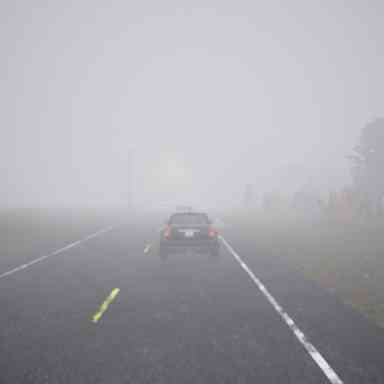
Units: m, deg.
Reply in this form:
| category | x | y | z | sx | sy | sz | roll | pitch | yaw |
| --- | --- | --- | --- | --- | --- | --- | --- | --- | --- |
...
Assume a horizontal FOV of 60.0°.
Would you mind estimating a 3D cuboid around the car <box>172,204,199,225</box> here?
| category | x | y | z | sx | sy | sz | roll | pitch | yaw |
| --- | --- | --- | --- | --- | --- | --- | --- | --- | --- |
| car | -0.553 | 1.820 | 27.598 | 2.033 | 1.411 | 5.357 | 0 | -1 | -2 |

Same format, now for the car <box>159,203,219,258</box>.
| category | x | y | z | sx | sy | sz | roll | pitch | yaw |
| --- | --- | --- | --- | --- | --- | --- | --- | --- | --- |
| car | -0.125 | 1.489 | 13.477 | 2.097 | 1.767 | 4.553 | 0 | -1 | -1 |

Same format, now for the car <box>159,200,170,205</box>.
| category | x | y | z | sx | sy | sz | roll | pitch | yaw |
| --- | --- | --- | --- | --- | --- | --- | --- | --- | --- |
| car | -5.326 | 2.206 | 64.499 | 1.895 | 1.301 | 4.718 | 0 | 0 | -1 |
